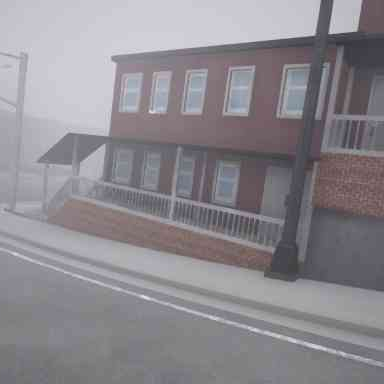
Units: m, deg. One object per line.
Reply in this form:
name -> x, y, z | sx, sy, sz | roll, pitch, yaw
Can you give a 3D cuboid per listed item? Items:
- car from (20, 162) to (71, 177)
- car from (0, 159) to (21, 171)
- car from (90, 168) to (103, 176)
car -> -15.776, -2.384, 36.679 | 1.895, 1.301, 4.718 | 11, 7, 35
car -> -20.183, -2.948, 36.471 | 1.895, 1.301, 4.718 | 11, 7, 35
car -> -12.171, -2.939, 47.587 | 1.895, 1.301, 4.718 | 11, 7, 35
